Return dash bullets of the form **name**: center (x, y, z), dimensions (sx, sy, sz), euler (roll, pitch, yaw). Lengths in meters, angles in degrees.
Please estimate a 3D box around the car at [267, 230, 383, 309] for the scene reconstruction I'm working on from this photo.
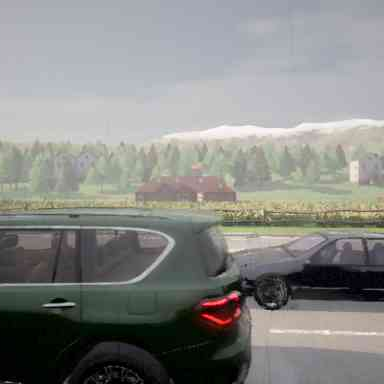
- **car**: center (3.245, 1.546, 7.086), dimensions (5.357, 1.411, 2.033), euler (0, 0, 4)

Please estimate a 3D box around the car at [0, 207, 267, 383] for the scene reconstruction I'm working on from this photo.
- **car**: center (-2.099, 1.222, 3.993), dimensions (5.566, 2.045, 2.150), euler (0, 0, 4)
